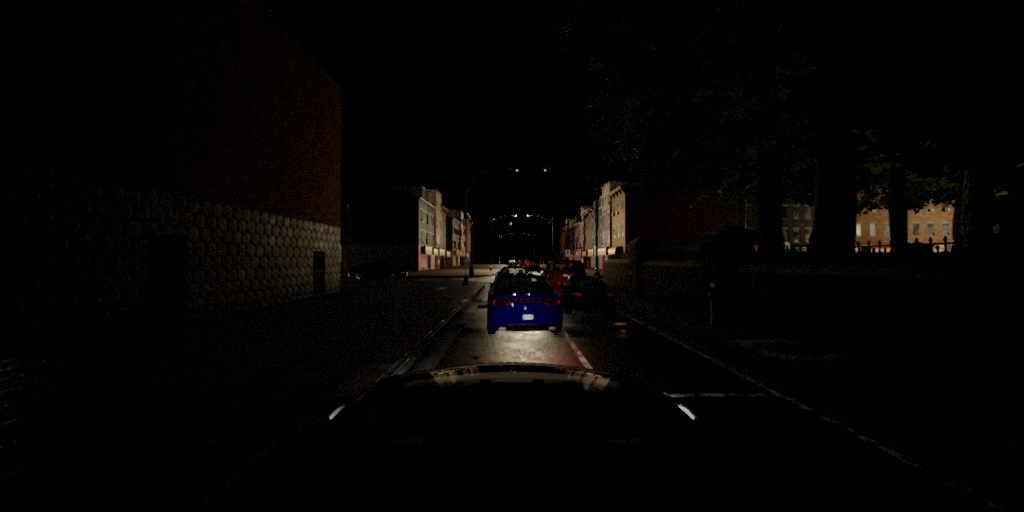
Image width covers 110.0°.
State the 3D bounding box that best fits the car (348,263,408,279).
[{"bbox_3d":[-11.317,1.315,30.457,4.892,1.490,1.837,0,-1,0],"label":"car"}]

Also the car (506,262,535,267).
[{"bbox_3d":[0.154,1.283,19.905,1.882,1.535,5.008,0,0,2],"label":"car"}]

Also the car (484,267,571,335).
[{"bbox_3d":[0.211,1.252,10.683,1.882,1.535,5.008,0,0,-4],"label":"car"}]

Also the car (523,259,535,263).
[{"bbox_3d":[2.653,1.456,45.305,1.888,1.381,4.507,0,0,0],"label":"car"}]

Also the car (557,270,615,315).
[{"bbox_3d":[2.642,1.365,13.427,1.802,1.307,4.207,0,0,0],"label":"car"}]

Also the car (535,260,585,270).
[{"bbox_3d":[2.644,1.116,18.876,2.192,1.841,5.009,0,0,0],"label":"car"}]

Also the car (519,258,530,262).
[{"bbox_3d":[2.659,1.541,61.616,1.888,1.381,4.507,0,0,0],"label":"car"}]
